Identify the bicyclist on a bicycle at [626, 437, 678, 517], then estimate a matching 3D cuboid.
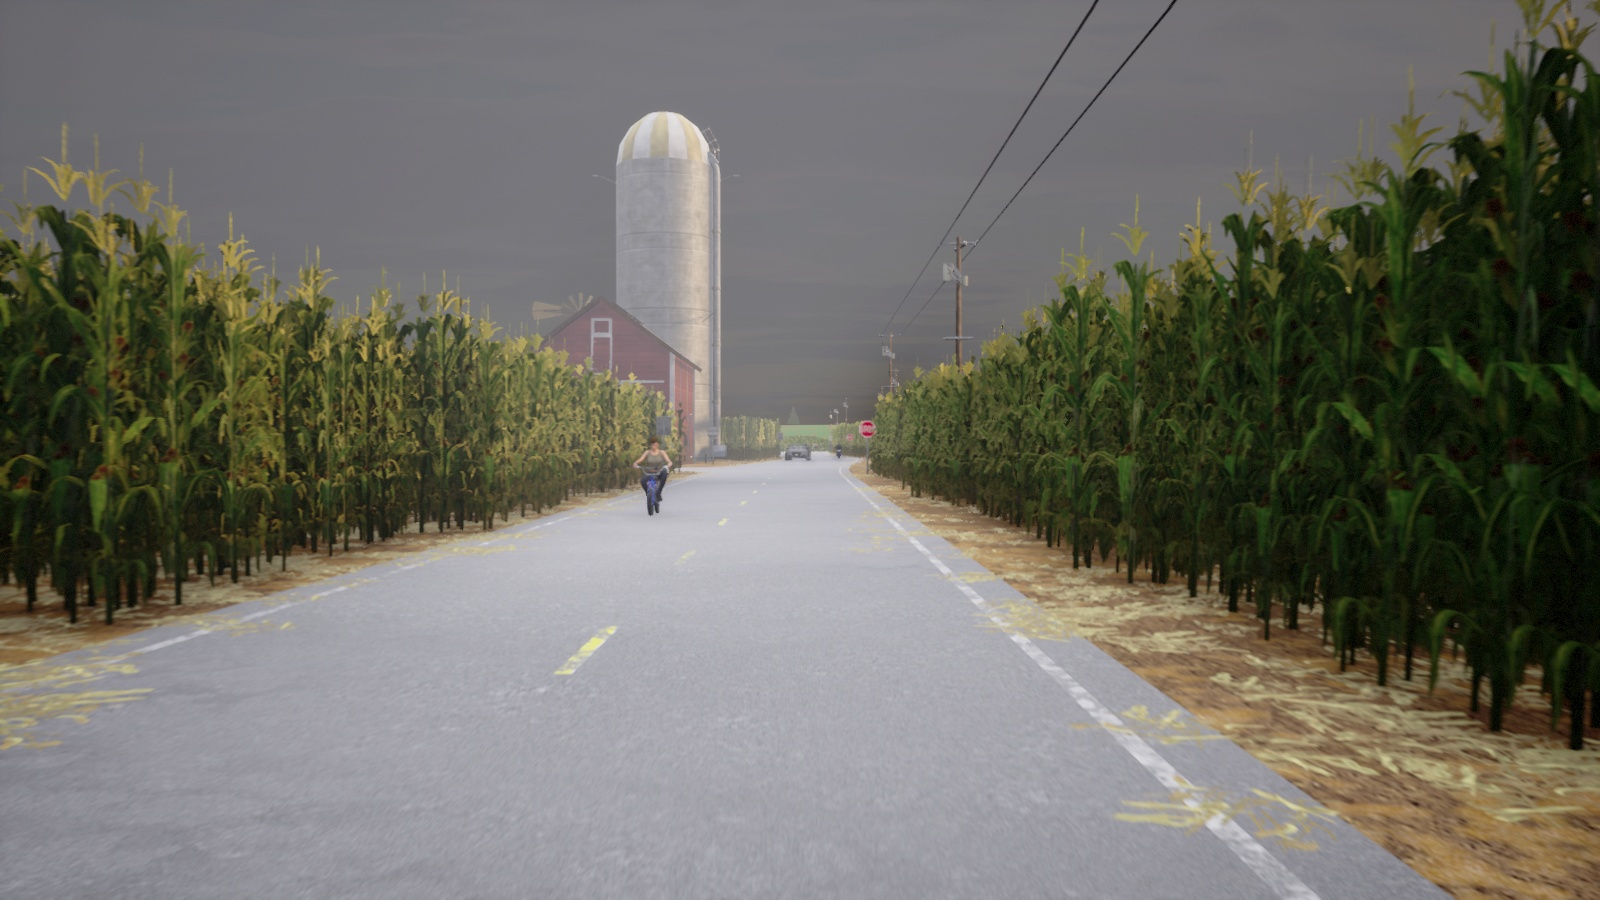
[{"bbox_3d":[-3.030,0.535,25.824,0.866,1.612,1.509,0,0,1],"label":"bicyclist on a bicycle"}]
